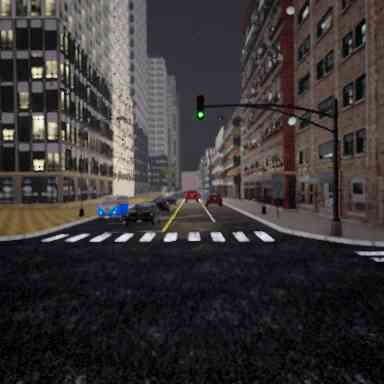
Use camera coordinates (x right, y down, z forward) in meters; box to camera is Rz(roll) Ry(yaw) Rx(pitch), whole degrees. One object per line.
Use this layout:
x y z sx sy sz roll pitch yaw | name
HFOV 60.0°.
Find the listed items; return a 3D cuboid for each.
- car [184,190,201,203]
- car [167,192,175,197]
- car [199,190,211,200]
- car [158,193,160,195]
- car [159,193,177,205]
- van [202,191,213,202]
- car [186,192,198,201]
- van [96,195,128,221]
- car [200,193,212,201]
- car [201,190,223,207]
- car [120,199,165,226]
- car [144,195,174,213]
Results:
-0.038 0.646 53.468 2.150 2.045 5.566 -1 1 0 | car
-5.745 0.681 90.969 2.008 1.369 4.403 -1 1 0 | car
2.641 0.552 68.768 2.192 1.841 5.009 -1 1 0 | car
-5.724 1.097 46.394 1.752 1.417 4.829 -1 1 0 | car
-3.098 1.138 46.373 1.895 1.301 4.718 -1 1 0 | car
2.647 0.688 57.667 1.690 1.788 3.998 -1 1 0 | van
-0.040 0.812 63.862 2.128 1.511 4.902 -1 1 0 | car
-5.717 1.139 24.359 1.690 1.788 3.998 -1 1 0 | van
2.648 0.842 63.219 2.008 1.369 4.403 -1 1 0 | car
2.654 0.831 41.015 2.192 1.841 5.009 -1 1 0 | car
-3.116 1.390 21.890 1.895 1.301 4.718 -1 1 0 | car
-3.122 1.250 31.914 1.994 1.385 4.181 -1 1 0 | car
